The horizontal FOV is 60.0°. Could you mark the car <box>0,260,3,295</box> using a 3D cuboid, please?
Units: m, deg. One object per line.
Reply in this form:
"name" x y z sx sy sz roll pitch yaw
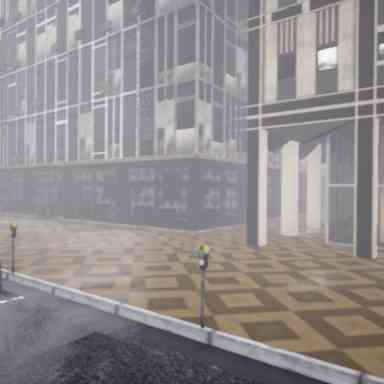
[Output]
"car" -5.568 1.510 6.839 4.313 1.339 1.947 0 1 35
